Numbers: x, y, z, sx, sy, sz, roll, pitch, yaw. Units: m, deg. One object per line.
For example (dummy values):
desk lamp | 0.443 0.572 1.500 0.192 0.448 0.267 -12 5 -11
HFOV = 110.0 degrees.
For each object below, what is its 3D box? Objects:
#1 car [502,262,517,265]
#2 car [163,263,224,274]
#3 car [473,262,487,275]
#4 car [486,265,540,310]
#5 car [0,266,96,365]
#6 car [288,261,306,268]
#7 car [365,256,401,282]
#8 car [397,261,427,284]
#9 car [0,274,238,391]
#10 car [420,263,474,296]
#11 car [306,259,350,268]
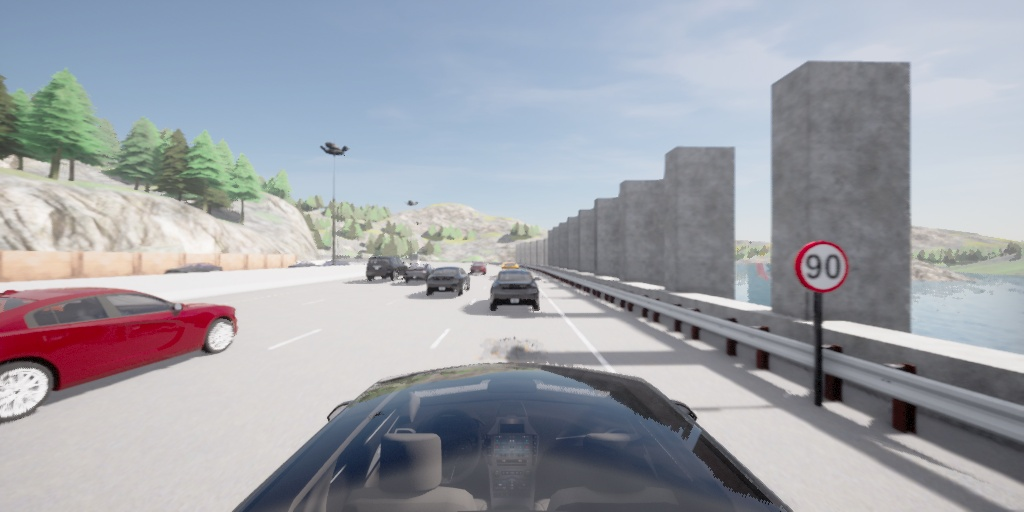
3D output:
car | -0.256 1.360 37.527 1.882 1.535 5.008 0 0 -2
car | -31.907 1.366 36.258 2.033 1.411 5.357 0 0 -1
car | -3.906 1.416 41.632 1.812 1.442 4.674 0 0 -2
car | 0.099 1.306 14.964 1.837 1.490 4.892 0 0 0
car | -10.397 1.097 5.775 2.097 1.767 4.553 0 0 0
car | -29.062 1.422 50.197 2.033 1.411 5.357 0 0 -4
car | -10.540 1.059 30.479 2.150 2.045 5.566 0 0 -1
car | -7.004 1.327 28.061 2.128 1.511 4.902 0 0 -1
car | -6.903 1.230 5.765 1.882 1.535 5.008 0 0 0
car | -3.406 1.317 19.817 1.837 1.490 4.892 0 0 0
car | -21.615 1.407 42.358 2.033 1.411 5.357 0 0 -2
